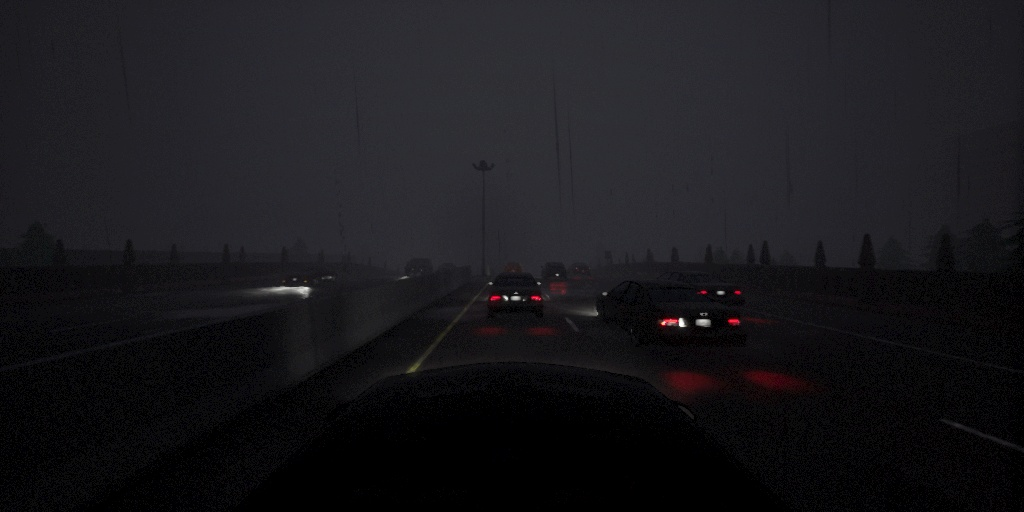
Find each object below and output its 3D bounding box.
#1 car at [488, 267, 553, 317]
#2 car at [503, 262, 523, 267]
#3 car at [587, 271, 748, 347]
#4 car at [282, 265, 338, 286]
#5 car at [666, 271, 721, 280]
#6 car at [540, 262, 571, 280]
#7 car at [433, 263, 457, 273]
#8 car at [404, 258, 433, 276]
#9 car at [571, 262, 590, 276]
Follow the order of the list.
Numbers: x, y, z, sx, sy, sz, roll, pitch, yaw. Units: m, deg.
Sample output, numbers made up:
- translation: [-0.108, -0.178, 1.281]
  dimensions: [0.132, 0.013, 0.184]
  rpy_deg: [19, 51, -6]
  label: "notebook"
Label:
- translation: [0.109, 1.300, 13.135]
  dimensions: [2.033, 1.411, 5.357]
  rpy_deg: [0, 0, 0]
  label: "car"
- translation: [0.123, 1.322, 36.622]
  dimensions: [1.882, 1.535, 5.008]
  rpy_deg: [0, -2, 0]
  label: "car"
- translation: [3.605, 1.299, 9.269]
  dimensions: [2.033, 1.411, 5.357]
  rpy_deg: [0, 0, 0]
  label: "car"
- translation: [-14.082, 1.319, 25.215]
  dimensions: [1.994, 1.385, 4.181]
  rpy_deg: [0, 0, 0]
  label: "car"
- translation: [7.109, 1.301, 14.717]
  dimensions: [2.033, 1.411, 5.357]
  rpy_deg: [0, 0, 0]
  label: "car"
- translation: [3.620, 1.266, 31.109]
  dimensions: [1.837, 1.490, 4.892]
  rpy_deg: [0, 0, 0]
  label: "car"
- translation: [-7.064, 1.463, 39.523]
  dimensions: [1.812, 1.442, 4.674]
  rpy_deg: [0, -2, 0]
  label: "car"
- translation: [-10.561, 1.222, 41.058]
  dimensions: [2.150, 2.045, 5.566]
  rpy_deg: [0, -3, 0]
  label: "car"
- translation: [7.112, 1.418, 38.239]
  dimensions: [1.812, 1.442, 4.674]
  rpy_deg: [0, -2, 0]
  label: "car"
